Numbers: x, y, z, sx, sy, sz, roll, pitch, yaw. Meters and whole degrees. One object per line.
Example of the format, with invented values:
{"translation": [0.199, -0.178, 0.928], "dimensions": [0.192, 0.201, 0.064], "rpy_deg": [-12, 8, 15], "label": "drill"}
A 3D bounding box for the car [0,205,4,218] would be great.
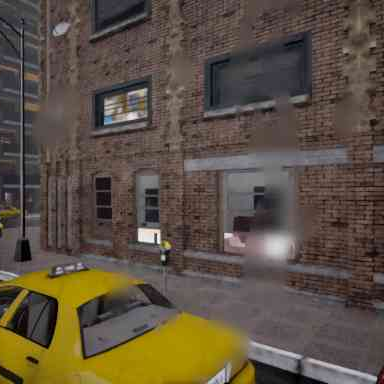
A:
{"translation": [-17.405, 1.759, 25.352], "dimensions": [1.812, 1.442, 4.674], "rpy_deg": [0, -1, 33], "label": "car"}

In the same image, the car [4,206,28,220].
{"translation": [-17.410, 1.835, 29.976], "dimensions": [1.752, 1.417, 4.829], "rpy_deg": [-1, -2, 35], "label": "car"}

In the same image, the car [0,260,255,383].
{"translation": [-1.674, 1.525, 4.072], "dimensions": [4.829, 1.417, 1.752], "rpy_deg": [0, 0, 36], "label": "car"}

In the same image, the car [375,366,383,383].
{"translation": [3.090, 1.315, 0.674], "dimensions": [5.009, 1.841, 2.192], "rpy_deg": [0, 0, 35], "label": "car"}
